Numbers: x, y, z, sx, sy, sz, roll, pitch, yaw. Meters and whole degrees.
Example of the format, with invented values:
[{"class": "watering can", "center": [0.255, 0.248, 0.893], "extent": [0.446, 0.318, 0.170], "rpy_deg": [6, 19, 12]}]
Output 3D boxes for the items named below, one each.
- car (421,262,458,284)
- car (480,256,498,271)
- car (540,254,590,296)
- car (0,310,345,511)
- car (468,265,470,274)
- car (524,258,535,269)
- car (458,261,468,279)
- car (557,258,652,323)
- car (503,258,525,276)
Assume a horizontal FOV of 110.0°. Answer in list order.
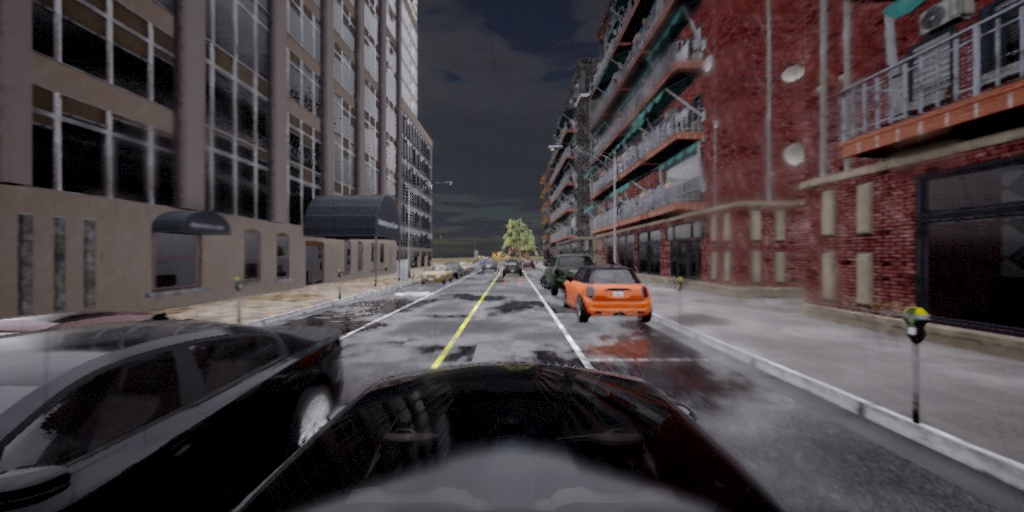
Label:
[{"class": "car", "center": [-5.316, 1.212, 25.889], "extent": [1.751, 1.417, 4.829], "rpy_deg": [0, 0, 0]}, {"class": "car", "center": [-2.826, 1.127, 45.620], "extent": [2.128, 1.511, 4.902], "rpy_deg": [0, 0, 0]}, {"class": "car", "center": [2.980, 0.925, 19.270], "extent": [2.150, 2.045, 5.566], "rpy_deg": [0, 0, 0]}, {"class": "car", "center": [-2.850, 1.227, 2.067], "extent": [1.882, 1.535, 5.008], "rpy_deg": [0, 0, 0]}, {"class": "car", "center": [-5.317, 1.182, 36.955], "extent": [1.751, 1.417, 4.829], "rpy_deg": [0, 0, 0]}, {"class": "car", "center": [2.562, 1.194, 53.692], "extent": [1.802, 1.307, 4.207], "rpy_deg": [0, 0, 0]}, {"class": "car", "center": [-5.317, 1.237, 31.592], "extent": [1.948, 1.339, 4.313], "rpy_deg": [0, 0, 0]}, {"class": "car", "center": [2.988, 1.076, 12.210], "extent": [2.097, 1.767, 4.553], "rpy_deg": [0, 0, 0]}, {"class": "car", "center": [0.061, 1.185, 35.846], "extent": [1.812, 1.442, 4.674], "rpy_deg": [0, 0, 0]}]
